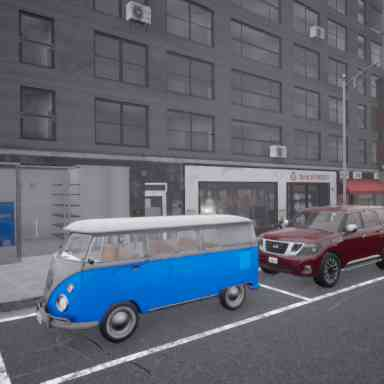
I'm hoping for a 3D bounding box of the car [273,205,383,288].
[{"bbox_3d":[3.974,1.312,9.420,5.009,1.841,2.192,0,-1,-36],"label":"car"}]

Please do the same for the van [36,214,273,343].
[{"bbox_3d":[-0.559,1.340,6.157,3.998,1.788,1.690,0,-1,-36],"label":"van"}]
